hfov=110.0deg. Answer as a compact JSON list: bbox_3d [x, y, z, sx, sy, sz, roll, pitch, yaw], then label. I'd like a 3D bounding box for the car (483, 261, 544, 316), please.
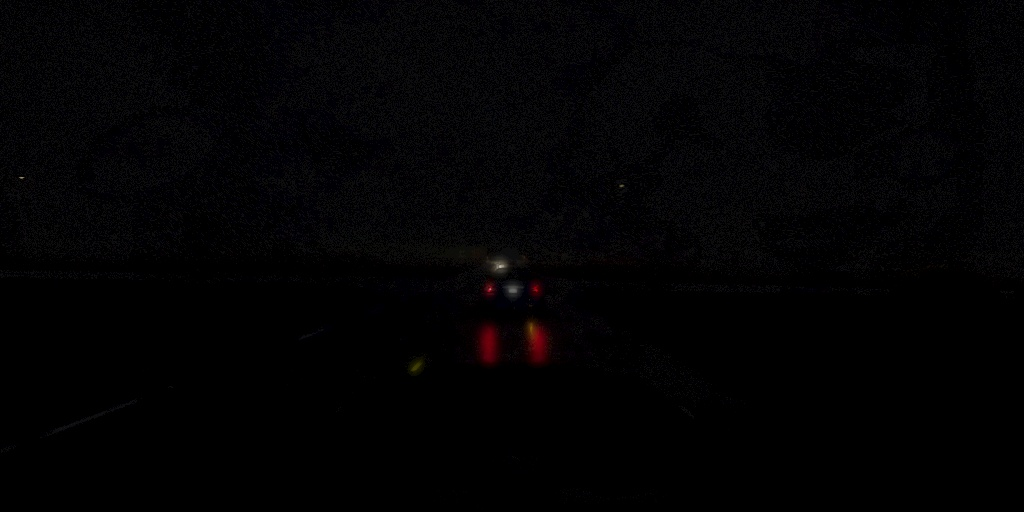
[{"bbox_3d":[0.122,1.193,14.105,2.097,1.767,4.553,0,0,2],"label":"car"}]
